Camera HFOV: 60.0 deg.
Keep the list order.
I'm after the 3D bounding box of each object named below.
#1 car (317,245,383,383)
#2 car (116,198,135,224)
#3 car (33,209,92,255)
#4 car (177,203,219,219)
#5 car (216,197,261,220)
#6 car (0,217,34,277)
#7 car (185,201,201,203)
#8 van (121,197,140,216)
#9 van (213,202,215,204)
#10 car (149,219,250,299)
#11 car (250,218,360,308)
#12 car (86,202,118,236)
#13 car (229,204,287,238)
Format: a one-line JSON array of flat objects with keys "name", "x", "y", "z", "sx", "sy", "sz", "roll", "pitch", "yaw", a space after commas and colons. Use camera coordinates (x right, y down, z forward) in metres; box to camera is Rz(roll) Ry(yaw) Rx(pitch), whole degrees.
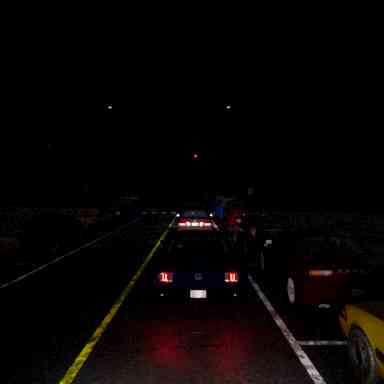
[{"name": "car", "x": 2.766, "y": 1.525, "z": 2.522, "sx": 1.752, "sy": 1.417, "sz": 4.829, "roll": 0, "pitch": 0, "yaw": 0}, {"name": "car", "x": -5.706, "y": 1.443, "z": 24.124, "sx": 1.967, "sy": 1.590, "sz": 4.097, "roll": 0, "pitch": 0, "yaw": 0}, {"name": "car", "x": -5.733, "y": 1.567, "z": 13.249, "sx": 1.947, "sy": 1.339, "sz": 4.313, "roll": 0, "pitch": 0, "yaw": 0}, {"name": "car", "x": 0.141, "y": 1.549, "z": 17.972, "sx": 2.033, "sy": 1.411, "sz": 5.357, "roll": 0, "pitch": 0, "yaw": 0}, {"name": "car", "x": 2.806, "y": 1.317, "z": 18.665, "sx": 2.192, "sy": 1.841, "sz": 5.009, "roll": 0, "pitch": 0, "yaw": 0}, {"name": "car", "x": -5.747, "y": 1.525, "z": 7.641, "sx": 1.752, "sy": 1.417, "sz": 4.829, "roll": 0, "pitch": 0, "yaw": 0}, {"name": "car", "x": 0.065, "y": 1.482, "z": 27.799, "sx": 1.882, "sy": 1.535, "sz": 5.008, "roll": 0, "pitch": 0, "yaw": 0}, {"name": "van", "x": -5.693, "y": 1.346, "z": 29.562, "sx": 1.690, "sy": 1.788, "sz": 3.998, "roll": 0, "pitch": 0, "yaw": 0}, {"name": "van", "x": 2.833, "y": 1.346, "z": 29.540, "sx": 1.690, "sy": 1.788, "sz": 3.998, "roll": 0, "pitch": 0, "yaw": 0}, {"name": "car", "x": 0.121, "y": 1.601, "z": 8.381, "sx": 1.895, "sy": 1.301, "sz": 4.718, "roll": 0, "pitch": 0, "yaw": 0}, {"name": "car", "x": 2.779, "y": 1.545, "z": 7.790, "sx": 1.887, "sy": 1.381, "sz": 4.507, "roll": 0, "pitch": 0, "yaw": 0}, {"name": "car", "x": -5.720, "y": 1.527, "z": 18.516, "sx": 1.752, "sy": 1.417, "sz": 4.829, "roll": 0, "pitch": 0, "yaw": 0}, {"name": "car", "x": 2.792, "y": 1.441, "z": 13.227, "sx": 1.967, "sy": 1.590, "sz": 4.097, "roll": 0, "pitch": 0, "yaw": 0}]
